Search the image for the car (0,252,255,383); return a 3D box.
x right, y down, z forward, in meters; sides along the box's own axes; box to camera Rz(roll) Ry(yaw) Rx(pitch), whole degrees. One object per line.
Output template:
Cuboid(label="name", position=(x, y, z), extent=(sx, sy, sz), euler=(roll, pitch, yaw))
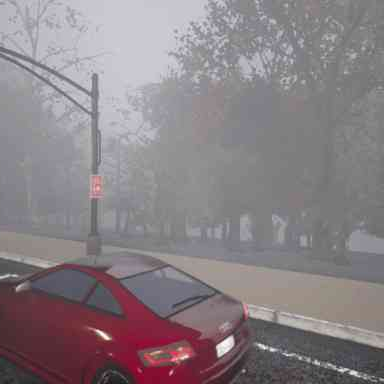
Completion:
Cuboid(label="car", position=(-1.283, 1.562, 4.595), extent=(4.181, 1.385, 1.994), euler=(0, 0, 35))
